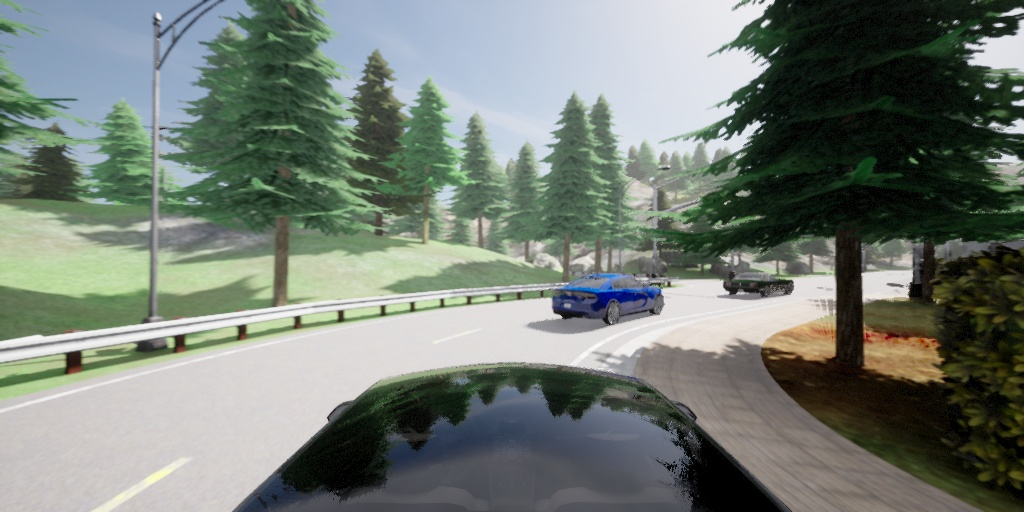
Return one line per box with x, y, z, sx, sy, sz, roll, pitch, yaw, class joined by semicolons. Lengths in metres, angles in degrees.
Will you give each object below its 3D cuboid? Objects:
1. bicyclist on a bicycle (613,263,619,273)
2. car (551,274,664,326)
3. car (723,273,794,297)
13.909;1.774;47.654;1.656;1.620;0.582;-7;1;-37;bicyclist on a bicycle
3.483;1.367;12.541;5.008;1.535;1.882;0;-1;-43;car
14.280;1.611;20.651;4.718;1.301;1.895;1;-1;-33;car
